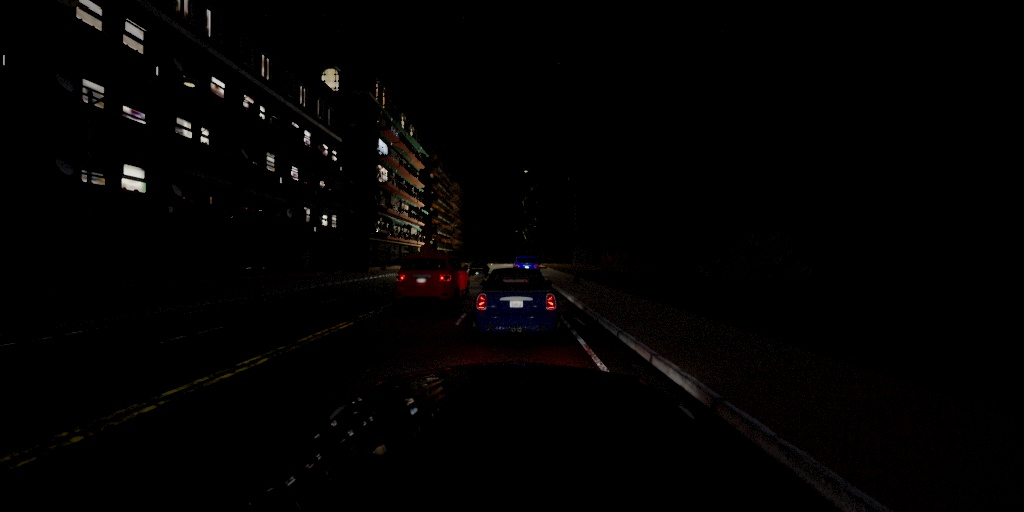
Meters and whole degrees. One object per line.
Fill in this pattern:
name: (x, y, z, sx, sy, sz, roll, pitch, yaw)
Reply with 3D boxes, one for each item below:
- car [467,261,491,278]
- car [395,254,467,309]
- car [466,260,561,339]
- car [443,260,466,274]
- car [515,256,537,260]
car: (-3.134, 1.259, 34.582, 1.837, 1.490, 4.892, 0, 0, 0)
car: (-3.145, 0.969, 15.125, 2.150, 2.045, 5.566, 0, -1, 0)
car: (0.103, 1.103, 10.195, 2.097, 1.767, 4.553, 0, 0, 0)
car: (-6.581, 1.231, 41.377, 1.882, 1.535, 5.008, 0, 0, 0)
car: (1.151, 0.979, 30.148, 2.150, 2.045, 5.566, 0, 0, 0)
